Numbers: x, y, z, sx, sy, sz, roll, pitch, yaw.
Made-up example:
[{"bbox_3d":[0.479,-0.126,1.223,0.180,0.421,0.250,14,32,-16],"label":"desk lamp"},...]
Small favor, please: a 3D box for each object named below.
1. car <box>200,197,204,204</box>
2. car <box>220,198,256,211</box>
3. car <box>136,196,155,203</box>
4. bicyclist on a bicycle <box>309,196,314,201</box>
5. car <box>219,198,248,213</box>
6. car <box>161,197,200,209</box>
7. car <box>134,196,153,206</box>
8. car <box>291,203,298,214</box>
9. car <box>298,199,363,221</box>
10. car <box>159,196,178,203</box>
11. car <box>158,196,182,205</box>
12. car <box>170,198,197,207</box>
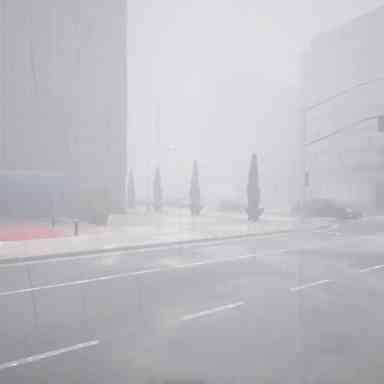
[{"bbox_3d":[0.245,1.365,62.162,2.097,1.767,4.553,0,0,-35],"label":"car"},{"bbox_3d":[5.722,1.536,41.707,1.812,1.442,4.674,0,0,-35],"label":"car"},{"bbox_3d":[-9.903,1.532,70.414,2.128,1.511,4.902,0,0,-35],"label":"car"},{"bbox_3d":[16.842,1.316,46.706,1.656,1.620,0.582,0,0,-35],"label":"bicyclist on a bicycle"},{"bbox_3d":[4.977,1.501,36.651,2.128,1.511,4.902,0,0,-35],"label":"car"},{"bbox_3d":[-1.675,1.557,46.203,2.033,1.411,5.357,0,0,-35],"label":"car"},{"bbox_3d":[-8.119,1.535,55.508,1.812,1.442,4.674,0,0,-34],"label":"car"},{"bbox_3d":[11.891,1.574,32.852,1.994,1.385,4.181,0,0,-35],"label":"car"},{"bbox_3d":[11.492,1.360,27.301,2.097,1.767,4.553,0,0,-35],"label":"car"},{"bbox_3d":[-4.887,1.614,69.496,1.895,1.301,4.718,0,0,-35],"label":"car"},{"bbox_3d":[-4.182,1.559,62.391,2.033,1.411,5.357,0,0,-35],"label":"car"},{"bbox_3d":[-1.360,1.611,51.883,1.895,1.301,4.718,0,0,-35],"label":"car"}]
